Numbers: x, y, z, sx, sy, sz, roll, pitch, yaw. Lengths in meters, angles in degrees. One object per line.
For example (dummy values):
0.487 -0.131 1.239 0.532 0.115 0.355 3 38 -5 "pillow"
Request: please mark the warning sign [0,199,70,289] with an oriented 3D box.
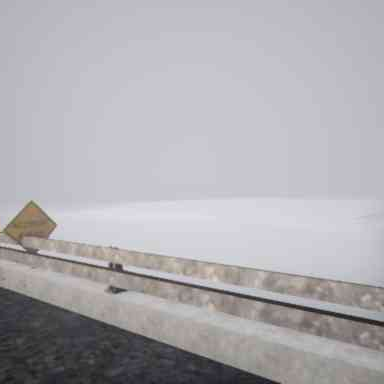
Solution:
-3.791 1.119 7.867 1.060 1.860 1.300 -1 0 36 "warning sign"
